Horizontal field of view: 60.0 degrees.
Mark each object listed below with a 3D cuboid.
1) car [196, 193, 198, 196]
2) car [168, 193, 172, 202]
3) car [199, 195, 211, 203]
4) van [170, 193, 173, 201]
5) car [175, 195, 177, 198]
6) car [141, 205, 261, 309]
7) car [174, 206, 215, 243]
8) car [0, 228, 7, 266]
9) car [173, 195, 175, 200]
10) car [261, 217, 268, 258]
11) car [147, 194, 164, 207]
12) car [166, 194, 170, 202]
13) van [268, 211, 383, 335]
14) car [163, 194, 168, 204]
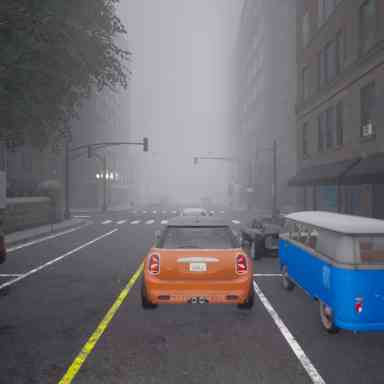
[{"bbox_3d":[2.860,1.506,93.930,1.752,1.417,4.829,0,0,0],"label":"car"},{"bbox_3d":[-5.666,1.514,66.482,1.887,1.381,4.507,0,0,0],"label":"car"},{"bbox_3d":[2.858,1.409,66.518,1.967,1.590,4.097,0,0,0],"label":"car"},{"bbox_3d":[-5.666,1.311,71.933,1.690,1.788,3.998,0,0,0],"label":"van"},{"bbox_3d":[-5.666,1.289,82.835,2.192,1.841,5.009,0,0,0],"label":"car"},{"bbox_3d":[0.103,1.351,8.035,2.097,1.767,4.553,0,0,0],"label":"car"},{"bbox_3d":[0.102,1.520,17.036,1.812,1.442,4.674,0,0,0],"label":"car"},{"bbox_3d":[-5.668,1.314,6.441,2.192,1.841,5.009,0,0,0],"label":"car"},{"bbox_3d":[-5.666,1.522,77.384,2.008,1.369,4.403,0,0,0],"label":"car"},{"bbox_3d":[2.857,1.563,12.141,1.947,1.339,4.313,0,0,0],"label":"car"},{"bbox_3d":[-5.667,1.497,49.960,1.752,1.417,4.829,0,0,0],"label":"car"},{"bbox_3d":[-5.666,1.514,61.032,1.887,1.381,4.507,0,0,0],"label":"car"},{"bbox_3d":[2.856,1.340,6.481,1.690,1.788,3.998,0,0,0],"label":"van"},{"bbox_3d":[-5.666,1.521,55.580,2.008,1.369,4.403,0,0,0],"label":"car"}]
